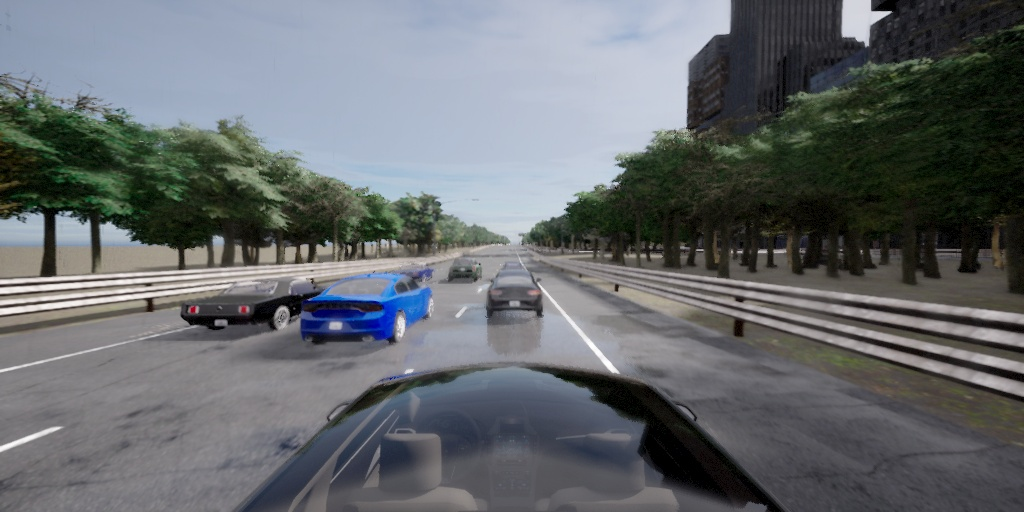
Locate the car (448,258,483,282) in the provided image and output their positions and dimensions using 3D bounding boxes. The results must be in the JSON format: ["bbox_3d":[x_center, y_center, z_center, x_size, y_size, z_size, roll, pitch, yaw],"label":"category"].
[{"bbox_3d":[-3.415,0.928,27.023,2.097,1.767,4.553,0,0,0],"label":"car"}]

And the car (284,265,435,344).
[{"bbox_3d":[-3.426,1.182,9.452,1.882,1.535,5.008,0,1,0],"label":"car"}]

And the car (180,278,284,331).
[{"bbox_3d":[-6.918,1.298,10.764,1.895,1.301,4.718,0,0,0],"label":"car"}]

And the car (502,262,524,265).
[{"bbox_3d":[0.087,1.132,27.908,1.994,1.385,4.181,0,0,0],"label":"car"}]

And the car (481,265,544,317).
[{"bbox_3d":[0.089,1.210,12.720,1.812,1.442,4.674,0,0,0],"label":"car"}]

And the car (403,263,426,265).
[{"bbox_3d":[-6.918,1.186,25.859,1.895,1.301,4.718,0,0,0],"label":"car"}]
